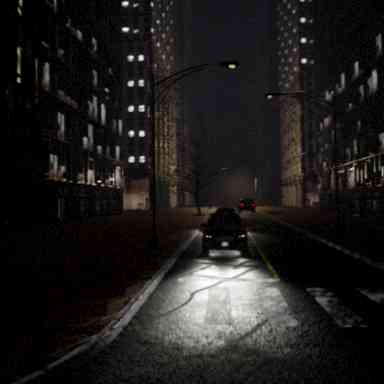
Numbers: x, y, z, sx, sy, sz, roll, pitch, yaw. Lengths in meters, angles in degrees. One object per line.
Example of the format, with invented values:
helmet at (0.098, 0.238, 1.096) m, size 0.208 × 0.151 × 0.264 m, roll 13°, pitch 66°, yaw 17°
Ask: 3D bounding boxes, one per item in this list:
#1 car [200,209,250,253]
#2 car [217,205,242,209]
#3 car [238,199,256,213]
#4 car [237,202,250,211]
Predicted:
car at (1.504, 1.756, 15.074) m, size 2.128 × 1.511 × 4.902 m, roll -1°, pitch -1°, yaw 6°
car at (2.555, 1.931, 25.081) m, size 1.837 × 1.490 × 4.892 m, roll -1°, pitch -1°, yaw 6°
car at (7.897, 1.965, 47.753) m, size 2.150 × 2.045 × 5.566 m, roll -1°, pitch -1°, yaw 7°
car at (9.006, 2.479, 58.399) m, size 1.994 × 1.385 × 4.181 m, roll -1°, pitch -1°, yaw 6°
